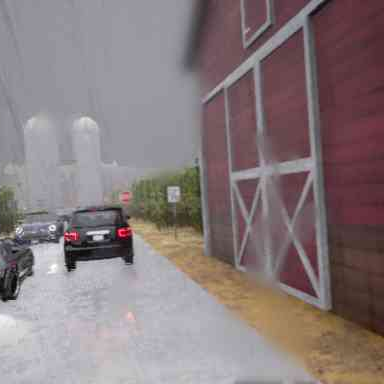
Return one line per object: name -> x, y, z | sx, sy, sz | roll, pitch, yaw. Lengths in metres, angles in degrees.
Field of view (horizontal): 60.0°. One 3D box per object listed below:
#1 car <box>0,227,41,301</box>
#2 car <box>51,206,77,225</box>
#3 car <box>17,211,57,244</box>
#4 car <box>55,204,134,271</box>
car -> -5.537, 1.955, 8.851 | 1.994, 1.385, 4.181 | -3, 0, -17
car -> -12.603, 2.251, 33.020 | 1.882, 1.535, 5.008 | -3, 0, -16
car -> -8.458, 1.919, 18.701 | 2.097, 1.767, 4.553 | -3, 0, -16
car -> -3.454, 1.510, 12.513 | 2.150, 2.045, 5.566 | -3, 0, -14
